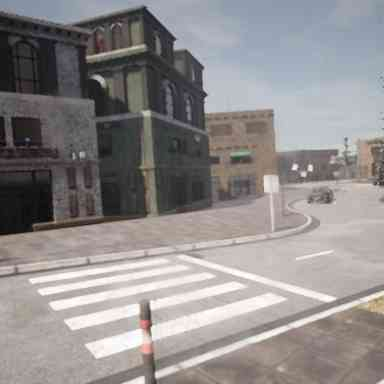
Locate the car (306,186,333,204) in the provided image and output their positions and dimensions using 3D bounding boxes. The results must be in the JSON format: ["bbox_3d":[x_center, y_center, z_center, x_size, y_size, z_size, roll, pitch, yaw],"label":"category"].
[{"bbox_3d":[11.781,0.242,30.636,1.837,1.490,4.892,-3,2,28],"label":"car"}]

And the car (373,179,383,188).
[{"bbox_3d":[26.734,-1.385,44.360,2.128,1.511,4.902,-6,3,-26],"label":"car"}]
